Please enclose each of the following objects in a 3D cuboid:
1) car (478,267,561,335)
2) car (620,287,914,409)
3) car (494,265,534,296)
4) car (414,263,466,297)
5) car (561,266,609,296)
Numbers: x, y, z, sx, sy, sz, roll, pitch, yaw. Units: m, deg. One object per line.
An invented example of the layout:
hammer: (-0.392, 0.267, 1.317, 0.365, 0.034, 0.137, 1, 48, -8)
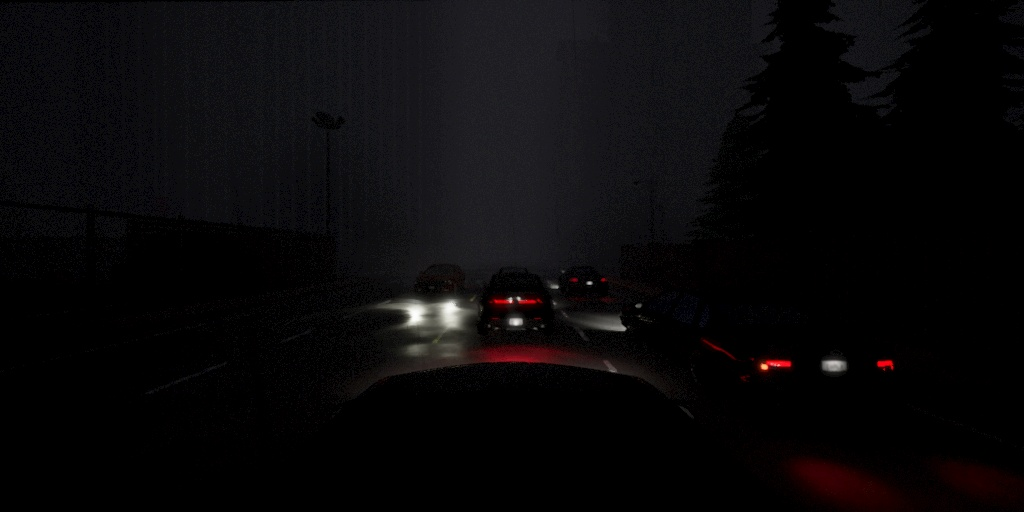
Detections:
car: (0.092, 1.200, 10.295, 1.837, 1.490, 4.892, 0, 0, 0)
car: (3.600, 1.267, 6.515, 2.033, 1.411, 5.357, 0, 0, 0)
car: (0.073, 1.240, 19.554, 1.895, 1.301, 4.718, 0, 0, -1)
car: (-3.534, 1.124, 18.359, 1.882, 1.535, 5.008, 0, 0, 1)
car: (3.592, 1.209, 18.588, 1.994, 1.385, 4.181, 0, 0, 0)
